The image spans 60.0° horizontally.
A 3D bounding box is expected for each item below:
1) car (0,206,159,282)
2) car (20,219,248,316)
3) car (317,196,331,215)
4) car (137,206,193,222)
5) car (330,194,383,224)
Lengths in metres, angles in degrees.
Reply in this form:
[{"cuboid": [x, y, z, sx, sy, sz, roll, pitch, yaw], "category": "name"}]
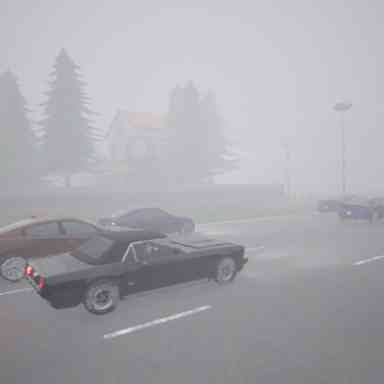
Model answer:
[{"cuboid": [-3.731, 1.431, 9.803, 5.008, 1.535, 1.882, -2, 1, -35], "category": "car"}, {"cuboid": [-0.997, 1.528, 7.408, 4.718, 1.301, 1.895, -2, 1, -35], "category": "car"}, {"cuboid": [11.526, 0.919, 25.094, 5.008, 1.535, 1.882, -1, 0, -36], "category": "car"}, {"cuboid": [-2.025, 1.373, 15.279, 4.674, 1.442, 1.812, -2, 1, -36], "category": "car"}, {"cuboid": [10.904, 0.993, 20.319, 5.008, 1.535, 1.882, -2, 1, -36], "category": "car"}]
